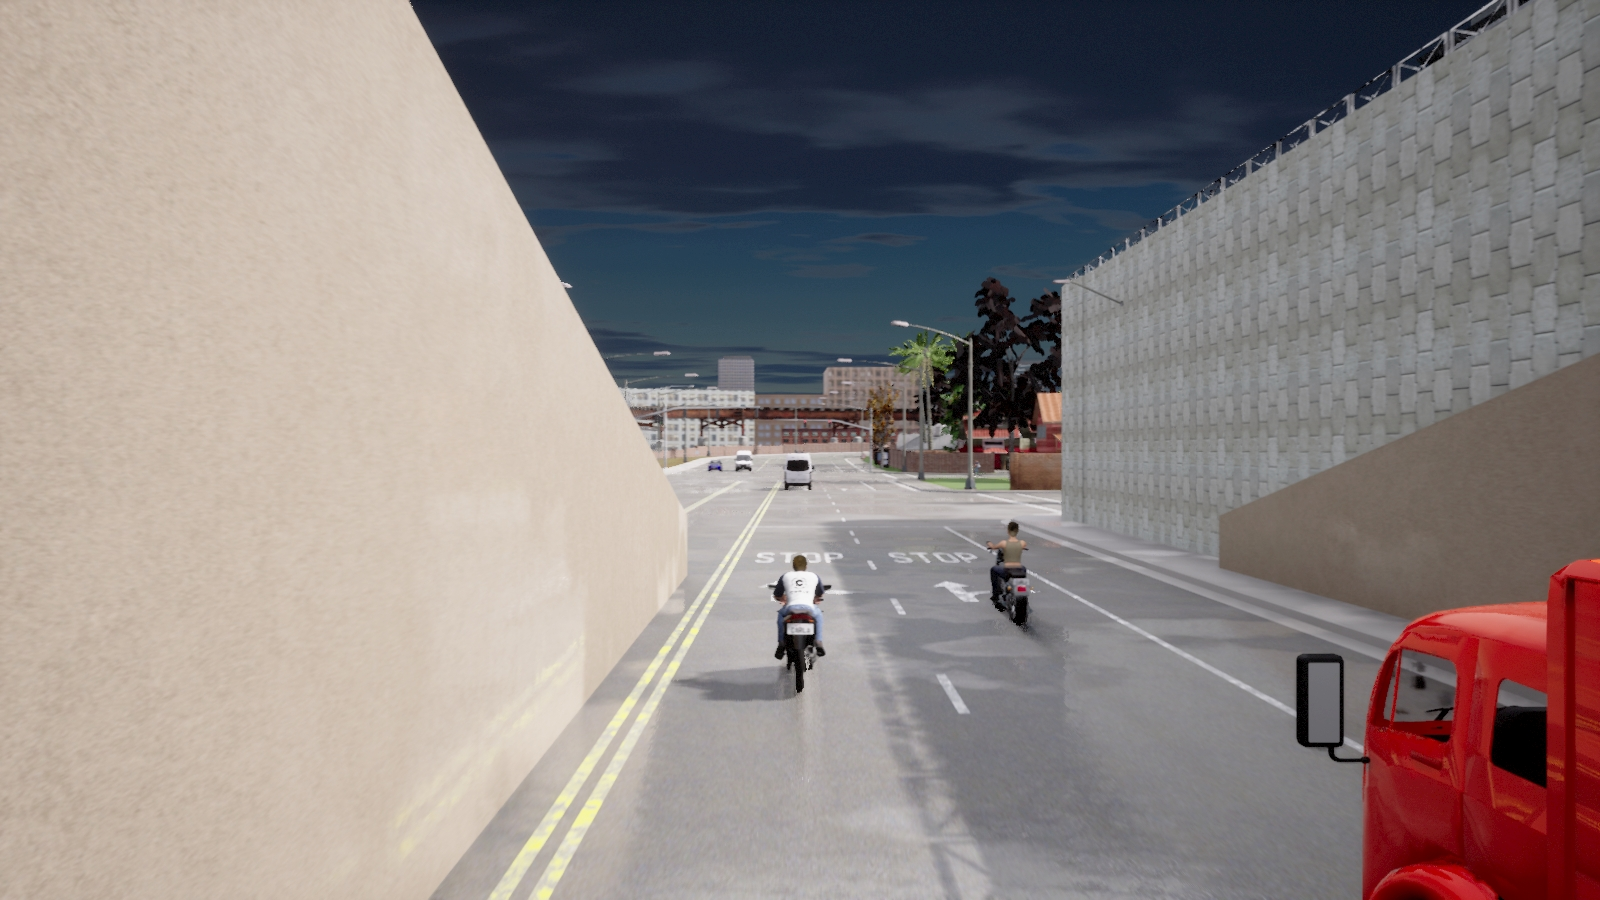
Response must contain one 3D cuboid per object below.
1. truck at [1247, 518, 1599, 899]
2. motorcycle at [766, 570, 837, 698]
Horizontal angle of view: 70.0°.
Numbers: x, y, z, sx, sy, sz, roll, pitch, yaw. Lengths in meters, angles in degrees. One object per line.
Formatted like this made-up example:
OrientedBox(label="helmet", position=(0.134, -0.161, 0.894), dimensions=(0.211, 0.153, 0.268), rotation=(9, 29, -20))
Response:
OrientedBox(label="truck", position=(3.498, 1.568, 2.985), dimensions=(2.627, 2.467, 5.204), rotation=(0, 0, 0))
OrientedBox(label="motorcycle", position=(0.017, 2.174, 13.834), dimensions=(0.803, 1.224, 2.033), rotation=(0, 0, 0))
